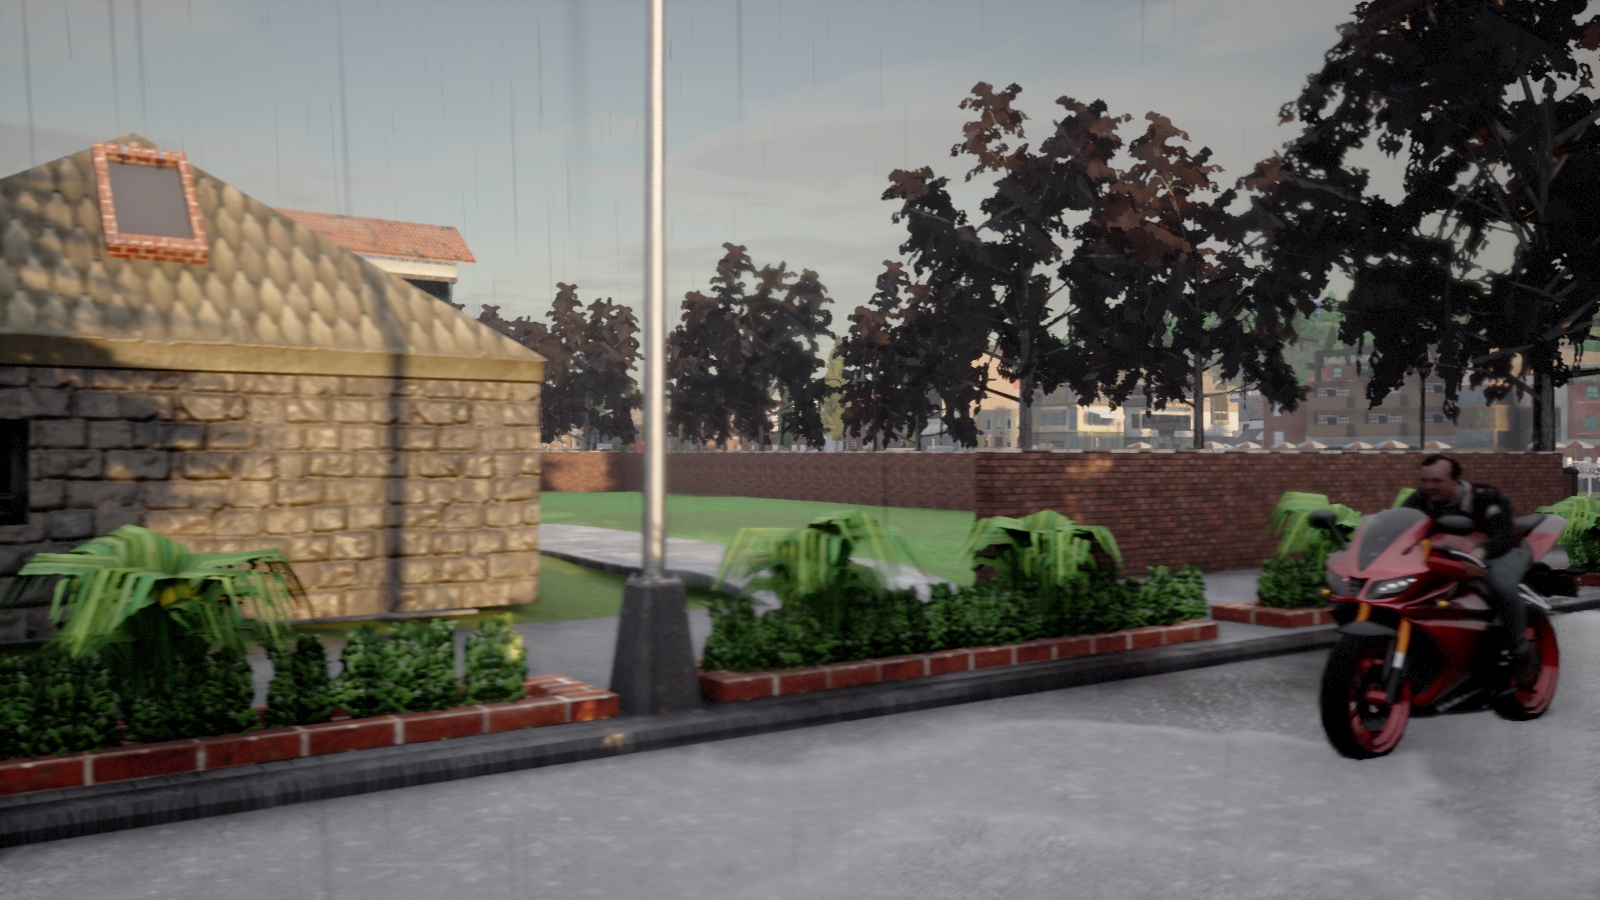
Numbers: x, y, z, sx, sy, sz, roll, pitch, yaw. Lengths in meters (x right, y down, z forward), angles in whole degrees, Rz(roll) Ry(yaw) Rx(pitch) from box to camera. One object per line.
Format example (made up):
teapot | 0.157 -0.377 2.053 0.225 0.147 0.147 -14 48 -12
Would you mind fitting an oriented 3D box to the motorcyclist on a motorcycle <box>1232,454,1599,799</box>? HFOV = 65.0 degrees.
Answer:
motorcyclist on a motorcycle | 3.319 0.789 6.578 2.191 1.530 0.866 0 0 -35
